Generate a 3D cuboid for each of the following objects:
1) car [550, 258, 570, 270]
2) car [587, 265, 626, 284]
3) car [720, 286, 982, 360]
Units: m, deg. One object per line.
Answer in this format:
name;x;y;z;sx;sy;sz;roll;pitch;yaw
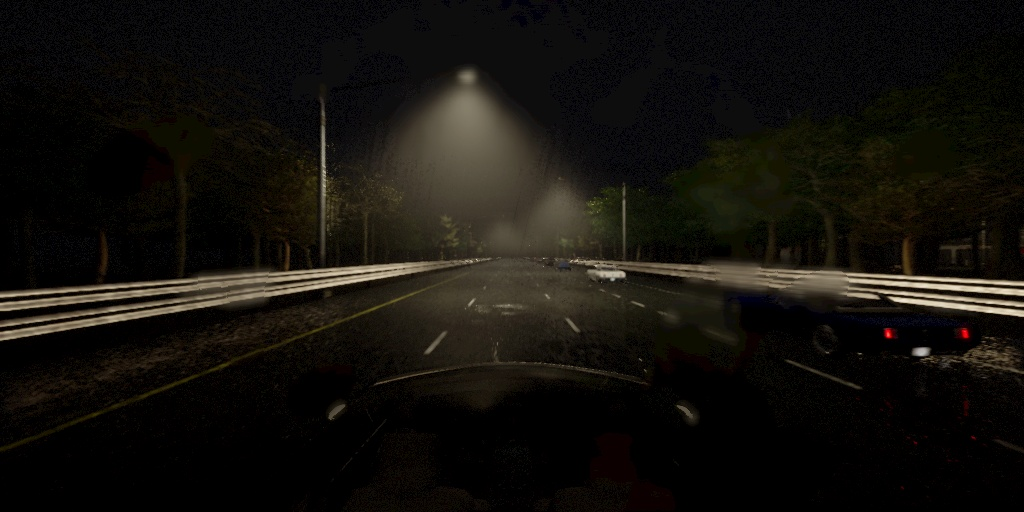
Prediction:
car;7.100;1.315;51.246;2.033;1.411;5.357;0;0;0
car;7.027;1.361;27.266;1.895;1.301;4.718;0;0;0
car;7.000;1.355;8.351;1.895;1.301;4.718;0;0;0
